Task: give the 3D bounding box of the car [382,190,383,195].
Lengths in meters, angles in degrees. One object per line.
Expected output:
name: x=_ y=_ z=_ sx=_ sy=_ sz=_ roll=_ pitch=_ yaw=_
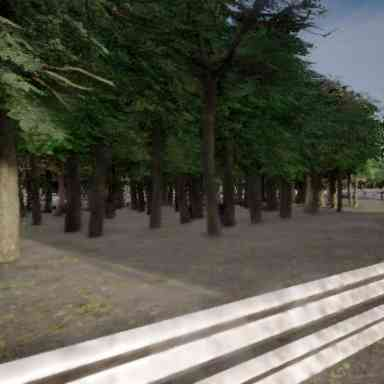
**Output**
car: x=42.836 y=0.100 z=72.010 sx=2.150 sy=2.045 sz=5.566 roll=-1 pitch=1 yaw=16
